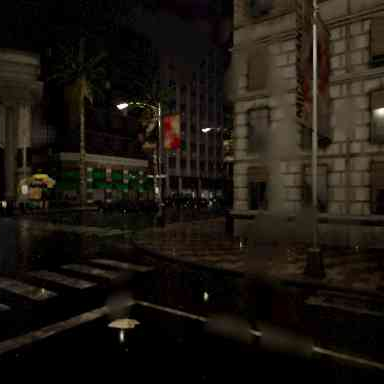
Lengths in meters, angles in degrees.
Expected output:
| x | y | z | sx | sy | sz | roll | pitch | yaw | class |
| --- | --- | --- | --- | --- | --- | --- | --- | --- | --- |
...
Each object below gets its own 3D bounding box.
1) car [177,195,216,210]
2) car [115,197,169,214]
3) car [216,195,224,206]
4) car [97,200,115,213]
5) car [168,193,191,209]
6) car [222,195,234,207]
| x | y | z | sx | sy | sz | roll | pitch | yaw | class |
| --- | --- | --- | --- | --- | --- | --- | --- | --- | --- |
| 0.656 | 1.496 | 43.803 | 1.837 | 1.490 | 4.892 | 0 | 0 | 38 | car |
| -5.257 | 1.539 | 35.868 | 2.033 | 1.411 | 5.357 | 0 | 0 | 36 | car |
| 4.356 | 1.343 | 53.601 | 4.553 | 1.767 | 2.097 | 0 | 0 | -45 | car |
| -8.152 | 1.538 | 37.836 | 2.033 | 1.411 | 5.357 | 0 | 0 | 36 | car |
| -2.073 | 1.212 | 46.016 | 2.150 | 2.045 | 5.566 | 0 | 0 | 38 | car |
| 7.274 | 1.593 | 51.564 | 4.718 | 1.301 | 1.895 | 0 | 0 | -43 | car |
